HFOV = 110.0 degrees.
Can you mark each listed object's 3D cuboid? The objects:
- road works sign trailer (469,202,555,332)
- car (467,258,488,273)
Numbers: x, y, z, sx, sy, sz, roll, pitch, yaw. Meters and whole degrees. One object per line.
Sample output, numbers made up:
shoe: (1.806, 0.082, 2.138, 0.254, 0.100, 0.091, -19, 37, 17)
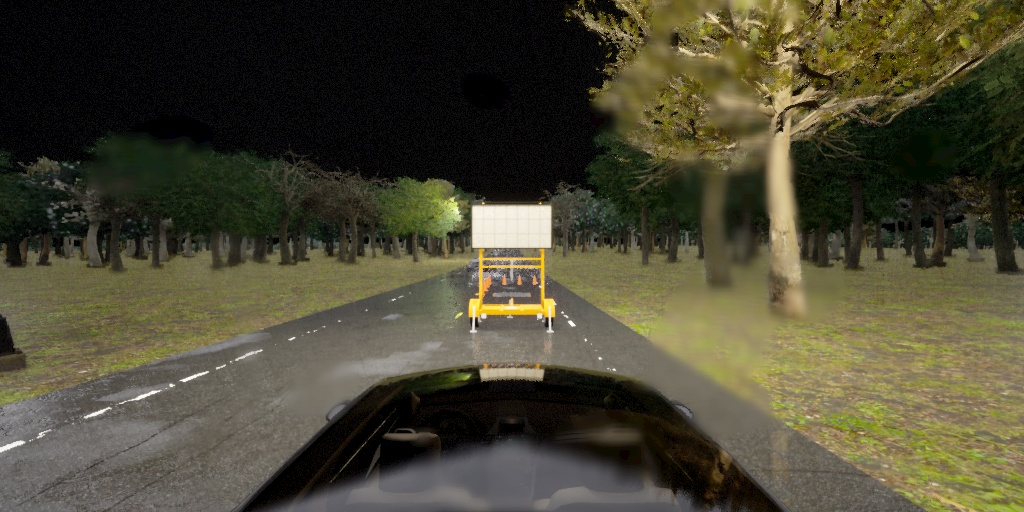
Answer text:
road works sign trailer: (-0.006, 0.194, 10.732, 2.380, 3.560, 2.880, 0, 0, 0)
car: (-3.622, 0.958, 38.353, 1.812, 1.442, 4.674, 0, 1, 0)
